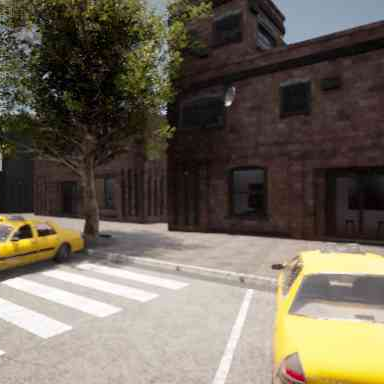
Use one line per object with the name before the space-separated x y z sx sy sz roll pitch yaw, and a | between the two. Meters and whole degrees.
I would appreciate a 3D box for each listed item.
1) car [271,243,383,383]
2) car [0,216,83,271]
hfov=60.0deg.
car | 2.117 1.494 4.800 1.946 1.575 5.366 0 -1 15
car | -5.319 1.501 9.677 1.946 1.575 5.366 1 -1 16
